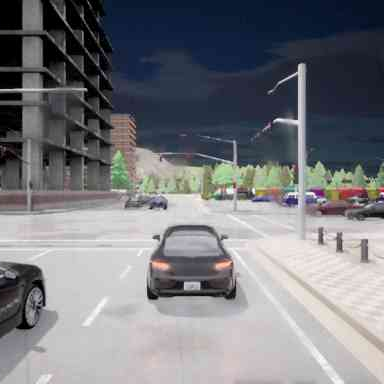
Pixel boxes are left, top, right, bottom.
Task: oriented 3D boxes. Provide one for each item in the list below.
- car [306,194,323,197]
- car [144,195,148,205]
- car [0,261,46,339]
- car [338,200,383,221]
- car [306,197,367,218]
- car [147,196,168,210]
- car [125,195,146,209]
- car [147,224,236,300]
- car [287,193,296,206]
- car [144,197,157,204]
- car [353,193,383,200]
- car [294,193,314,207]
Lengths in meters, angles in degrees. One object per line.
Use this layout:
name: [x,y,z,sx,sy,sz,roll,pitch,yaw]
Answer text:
car: [20.781,1.445,56.316,3.806,1.475,1.970,0,0,0]
car: [-8.088,1.346,55.732,2.097,1.767,4.553,0,0,0]
car: [-3.488,1.491,4.007,2.128,1.511,4.902,0,0,0]
car: [14.974,1.578,27.311,4.674,1.442,1.812,0,0,-1]
car: [12.982,1.530,30.813,5.008,1.535,1.882,0,0,-1]
car: [-4.255,1.347,43.648,2.097,1.767,4.553,0,0,-1]
car: [-7.967,1.521,45.653,1.812,1.442,4.674,0,0,0]
car: [-0.032,1.525,8.286,1.812,1.442,4.674,0,0,-1]
car: [20.700,1.202,61.894,4.605,1.855,1.932,0,0,0]
car: [-8.166,1.594,65.835,1.895,1.301,4.718,0,0,0]
car: [35.731,1.201,67.529,4.605,1.855,1.932,0,0,0]
car: [20.766,1.413,59.211,3.905,1.438,1.784,0,0,0]
